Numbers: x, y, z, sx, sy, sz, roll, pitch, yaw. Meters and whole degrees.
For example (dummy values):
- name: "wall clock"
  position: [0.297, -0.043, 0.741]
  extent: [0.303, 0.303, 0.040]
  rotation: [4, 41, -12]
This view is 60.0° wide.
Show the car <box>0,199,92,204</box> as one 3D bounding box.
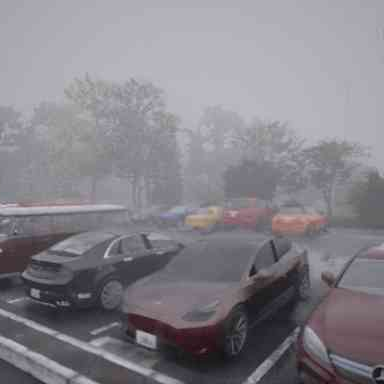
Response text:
- name: "car"
  position: [-6.006, 1.403, 11.332]
  extent: [2.435, 2.045, 5.566]
  rotation: [-1, 0, 36]

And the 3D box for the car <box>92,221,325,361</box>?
- name: "car"
  position: [0.773, 1.594, 6.453]
  extent: [2.163, 1.488, 4.792]
  rotation: [-1, 0, 36]

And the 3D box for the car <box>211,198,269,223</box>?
- name: "car"
  position: [3.819, 1.374, 20.446]
  extent: [2.435, 2.045, 5.566]
  rotation: [-1, 0, 36]

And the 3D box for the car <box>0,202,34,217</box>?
- name: "car"
  position: [-20.958, 1.974, 38.241]
  extent: [2.002, 1.452, 4.674]
  rotation: [-1, 0, 36]

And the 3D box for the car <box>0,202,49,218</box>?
- name: "car"
  position: [-18.703, 1.908, 36.609]
  extent: [2.097, 1.535, 5.008]
  rotation: [-1, 0, 36]

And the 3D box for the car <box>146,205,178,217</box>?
- name: "car"
  position: [-0.611, 1.683, 23.605]
  extent: [2.097, 1.535, 5.008]
  rotation: [-1, 0, 36]

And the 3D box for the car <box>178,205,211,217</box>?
- name: "car"
  position: [1.652, 1.652, 22.198]
  extent: [1.946, 1.575, 5.366]
  rotation: [-1, 0, 36]

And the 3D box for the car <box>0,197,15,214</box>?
- name: "car"
  position: [-25.499, 1.734, 41.470]
  extent: [2.435, 2.045, 5.566]
  rotation: [-1, 0, 36]

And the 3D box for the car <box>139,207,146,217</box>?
- name: "car"
  position: [-2.894, 1.742, 25.204]
  extent: [2.163, 1.488, 4.792]
  rotation: [-1, 0, 36]

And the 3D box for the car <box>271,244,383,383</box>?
- name: "car"
  position: [3.050, 1.575, 4.853]
  extent: [2.002, 1.452, 4.674]
  rotation: [-1, 0, 36]

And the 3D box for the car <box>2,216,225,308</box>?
- name: "car"
  position: [-1.474, 1.596, 8.097]
  extent: [2.231, 1.521, 4.892]
  rotation: [-1, 0, 36]

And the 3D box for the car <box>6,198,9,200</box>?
- name: "car"
  position: [-16.459, 1.756, 34.962]
  extent: [2.185, 1.767, 4.553]
  rotation: [-1, 0, 36]

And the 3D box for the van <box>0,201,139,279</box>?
- name: "van"
  position: [-3.899, 1.400, 9.707]
  extent: [1.878, 1.987, 4.442]
  rotation: [-1, 0, 36]

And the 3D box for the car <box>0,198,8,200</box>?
- name: "car"
  position: [-23.240, 1.834, 39.841]
  extent: [2.185, 1.767, 4.553]
  rotation: [-1, 0, 36]

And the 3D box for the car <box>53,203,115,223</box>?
- name: "car"
  position: [-9.654, 1.801, 30.112]
  extent: [2.231, 1.521, 4.892]
  rotation: [-1, 0, 36]

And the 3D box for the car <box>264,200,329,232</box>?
- name: "car"
  position: [6.147, 1.468, 18.697]
  extent: [2.185, 1.767, 4.553]
  rotation: [-1, 0, 36]
